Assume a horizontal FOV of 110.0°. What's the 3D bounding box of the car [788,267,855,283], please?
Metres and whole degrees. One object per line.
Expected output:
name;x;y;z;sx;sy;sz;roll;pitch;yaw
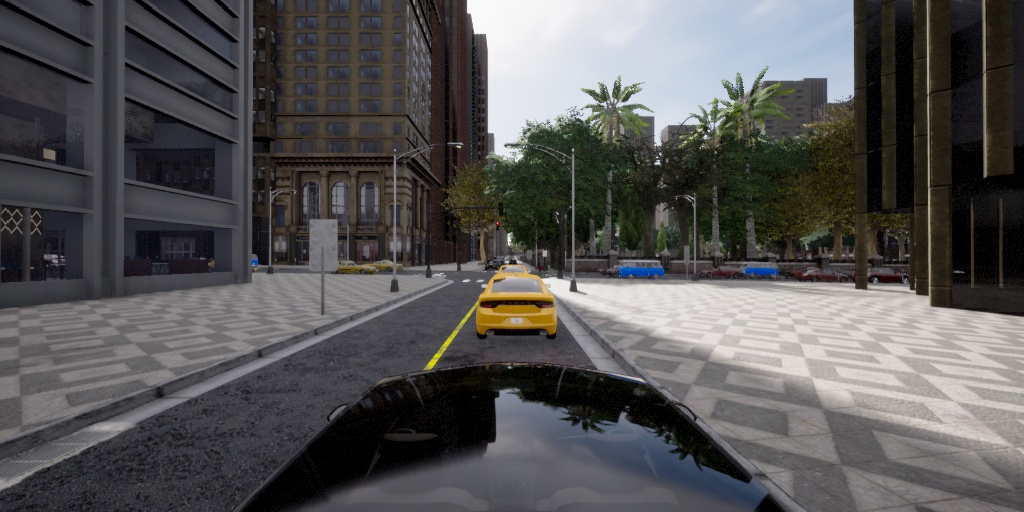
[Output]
car;28.523;1.829;33.072;4.207;1.307;1.802;0;0;0

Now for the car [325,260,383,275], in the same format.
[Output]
car;-14.964;1.051;33.358;4.829;1.417;1.751;0;0;0

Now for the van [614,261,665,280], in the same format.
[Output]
van;11.953;1.314;33.181;3.998;1.789;1.690;0;0;0

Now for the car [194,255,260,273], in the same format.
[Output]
car;-26.304;0.866;33.433;4.829;1.417;1.751;0;0;0

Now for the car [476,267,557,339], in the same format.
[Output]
car;0.115;1.229;10.136;1.882;1.535;5.008;0;0;0

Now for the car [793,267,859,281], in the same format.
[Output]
car;33.940;1.916;38.891;5.357;1.411;2.033;1;0;1

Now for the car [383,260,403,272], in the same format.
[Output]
car;-15.258;1.100;41.885;4.829;1.417;1.751;0;0;0

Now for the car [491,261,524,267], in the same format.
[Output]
car;0.049;1.234;20.197;1.882;1.535;5.008;0;0;0

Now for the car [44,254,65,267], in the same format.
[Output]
car;-43.486;0.506;33.545;4.097;1.591;1.967;0;0;0

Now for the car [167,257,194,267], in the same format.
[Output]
car;-37.767;0.772;42.033;4.313;1.339;1.948;0;0;0

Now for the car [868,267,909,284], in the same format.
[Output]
car;34.047;1.778;33.036;4.097;1.591;1.967;0;0;0

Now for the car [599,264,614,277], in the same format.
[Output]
car;12.655;1.565;39.041;5.357;1.411;2.033;1;0;0

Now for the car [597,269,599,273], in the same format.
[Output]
car;11.998;1.604;41.707;4.207;1.307;1.802;0;0;0

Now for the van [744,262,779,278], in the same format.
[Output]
van;28.568;1.636;41.598;3.998;1.789;1.690;0;0;0

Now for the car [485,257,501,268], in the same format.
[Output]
car;-2.953;1.311;52.713;1.837;1.490;4.892;0;0;0

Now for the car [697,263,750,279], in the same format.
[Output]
car;22.615;1.708;38.976;4.674;1.442;1.812;1;0;0

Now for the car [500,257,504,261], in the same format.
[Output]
car;-2.901;1.361;62.814;1.812;1.442;4.674;0;0;0

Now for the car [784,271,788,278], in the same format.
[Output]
car;34.091;1.932;41.562;4.507;1.381;1.888;0;0;0
